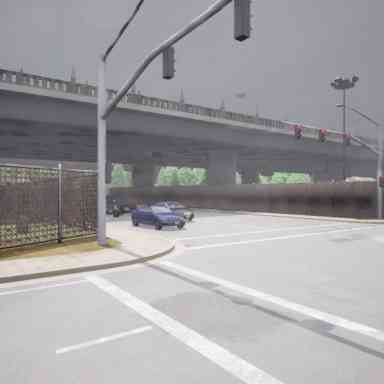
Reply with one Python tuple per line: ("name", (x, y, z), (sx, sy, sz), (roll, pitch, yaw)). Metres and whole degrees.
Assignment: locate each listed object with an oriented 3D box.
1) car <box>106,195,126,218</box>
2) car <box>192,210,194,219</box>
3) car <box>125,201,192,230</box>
("car", (-8.387, 1.278, 30.119), (2.150, 2.045, 5.566), (0, 0, -36))
("car", (-1.729, 1.547, 26.817), (2.128, 1.511, 4.902), (0, 0, -36))
("car", (-2.330, 1.581, 21.677), (1.812, 1.442, 4.674), (0, 0, -38))
